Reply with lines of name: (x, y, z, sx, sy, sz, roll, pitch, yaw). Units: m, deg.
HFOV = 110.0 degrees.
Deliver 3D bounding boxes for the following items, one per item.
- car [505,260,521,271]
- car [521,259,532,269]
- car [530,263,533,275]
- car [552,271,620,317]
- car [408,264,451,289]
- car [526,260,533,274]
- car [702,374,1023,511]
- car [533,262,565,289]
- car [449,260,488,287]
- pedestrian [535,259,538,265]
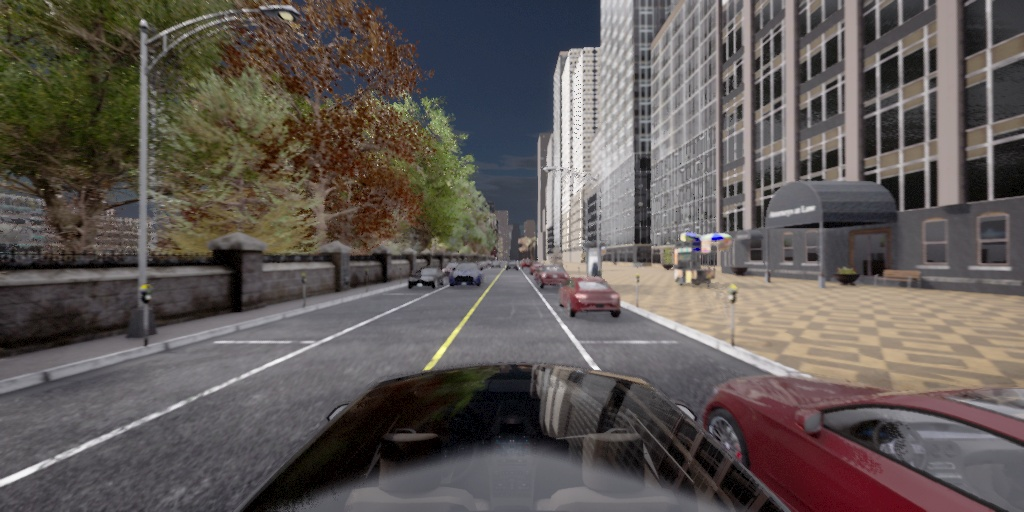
car: (0.006, 1.554, 56.166, 1.812, 1.442, 4.674, 0, 0, 0)
car: (2.696, 1.387, 63.737, 2.192, 1.841, 5.009, 0, 0, 0)
car: (2.692, 1.461, 29.944, 1.802, 1.307, 4.207, 0, 0, 0)
car: (2.690, 1.382, 13.049, 1.802, 1.307, 4.207, 0, 0, 0)
car: (-5.689, 1.417, 24.314, 1.948, 1.339, 4.313, 0, 0, 0)
car: (3.004, 1.472, 41.925, 1.812, 1.442, 4.674, 0, 0, 0)
car: (2.689, 1.332, 1.784, 1.802, 1.307, 4.207, 0, 0, 0)
car: (2.692, 1.291, 24.313, 1.967, 1.591, 4.097, 0, 0, 0)
car: (-3.094, 1.208, 25.357, 2.097, 1.767, 4.553, 0, 0, 0)
pedestrian: (3.005, 1.256, 44.763, 0.375, 1.860, 0.375, 0, 0, -3)
